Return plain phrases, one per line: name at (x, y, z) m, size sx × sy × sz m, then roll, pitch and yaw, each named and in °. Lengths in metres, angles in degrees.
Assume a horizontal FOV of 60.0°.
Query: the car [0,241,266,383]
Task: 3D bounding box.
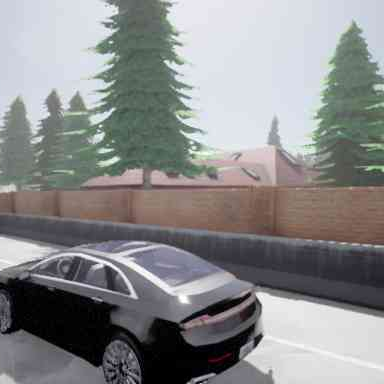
car at (-1.317, 1.523, 5.136) m, size 4.902 × 1.511 × 2.128 m, roll 0°, pitch 0°, yaw 37°
